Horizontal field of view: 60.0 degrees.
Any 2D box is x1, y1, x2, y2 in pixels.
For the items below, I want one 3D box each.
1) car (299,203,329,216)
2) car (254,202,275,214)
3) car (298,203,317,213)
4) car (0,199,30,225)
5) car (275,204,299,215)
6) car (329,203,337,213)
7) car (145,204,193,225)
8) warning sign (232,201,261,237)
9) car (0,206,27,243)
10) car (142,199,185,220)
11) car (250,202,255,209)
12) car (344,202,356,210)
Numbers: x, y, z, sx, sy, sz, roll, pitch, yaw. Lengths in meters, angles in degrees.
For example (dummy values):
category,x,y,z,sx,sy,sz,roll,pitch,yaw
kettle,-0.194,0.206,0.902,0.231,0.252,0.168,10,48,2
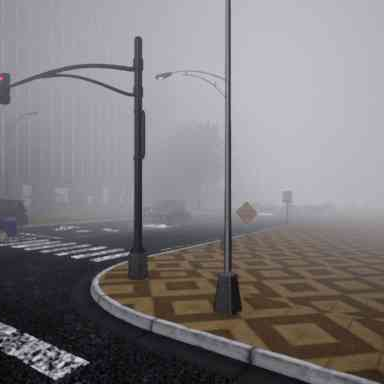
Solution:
category,x,y,z,sx,sy,sz,roll,pitch,yaw
car,16.457,2.405,44.704,2.033,1.411,5.357,0,-1,33
car,11.254,2.425,48.800,1.994,1.385,4.181,0,-1,33
car,19.012,2.592,54.795,1.994,1.385,4.181,0,-1,33
car,-12.322,1.390,19.047,2.150,2.045,5.566,0,-2,40
car,13.493,2.372,46.108,1.812,1.442,4.674,0,-1,33
car,21.748,2.536,53.041,1.837,1.490,4.892,0,-1,33
car,-1.706,1.997,28.703,1.994,1.385,4.181,0,-1,33
warning sign,3.052,1.454,18.587,1.300,1.860,1.060,1,1,33
car,-10.509,1.603,14.966,1.882,1.535,5.008,0,-1,33
car,-2.713,1.708,33.151,2.150,2.045,5.566,0,-1,33
car,10.009,2.412,52.835,1.837,1.490,4.892,0,-2,33
car,31.402,2.769,65.984,1.801,1.575,5.366,0,-1,33
